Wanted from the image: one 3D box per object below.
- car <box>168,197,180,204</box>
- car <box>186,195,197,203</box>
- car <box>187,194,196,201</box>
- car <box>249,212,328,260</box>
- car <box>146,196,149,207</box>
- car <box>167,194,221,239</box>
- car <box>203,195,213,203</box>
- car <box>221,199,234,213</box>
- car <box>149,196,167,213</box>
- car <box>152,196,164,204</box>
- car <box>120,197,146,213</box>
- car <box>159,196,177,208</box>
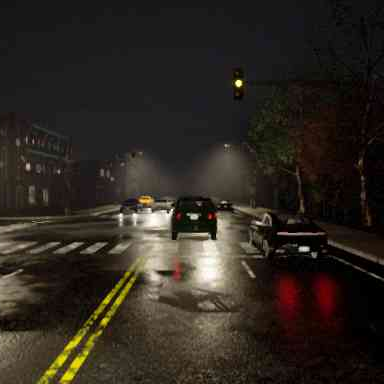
[{"bbox_3d":[-3.315,1.518,61.503,1.895,1.301,4.718,0,0,0],"label":"car"},{"bbox_3d":[-0.036,1.398,68.040,2.128,1.511,4.902,0,0,0],"label":"car"},{"bbox_3d":[-0.041,1.263,78.459,2.033,1.411,5.357,0,0,0],"label":"car"},{"bbox_3d":[3.343,1.477,12.335,2.128,1.511,4.902,0,0,0],"label":"car"},{"bbox_3d":[-6.607,1.414,47.433,1.882,1.535,5.008,0,0,0],"label":"car"},{"bbox_3d":[0.092,1.203,17.296,2.150,2.045,5.566,0,0,0],"label":"car"},{"bbox_3d":[3.214,1.384,68.043,1.882,1.535,5.008,0,0,0],"label":"car"},{"bbox_3d":[3.334,1.501,35.611,2.033,1.411,5.357,0,0,0],"label":"car"},{"bbox_3d":[-3.358,1.478,36.985,1.812,1.442,4.674,0,0,0],"label":"car"},{"bbox_3d":[-6.552,1.476,64.484,1.994,1.385,4.181,0,0,0],"label":"car"},{"bbox_3d":[-6.637,1.478,36.831,1.812,1.442,4.674,0,0,1],"label":"car"},{"bbox_3d":[-3.361,1.428,47.049,2.128,1.511,4.902,0,0,0],"label":"car"}]
